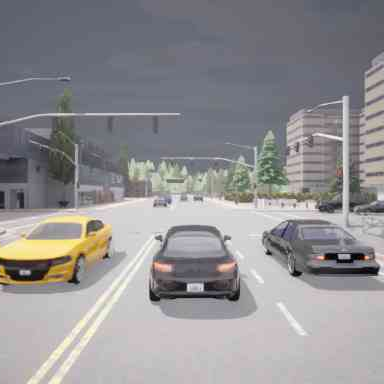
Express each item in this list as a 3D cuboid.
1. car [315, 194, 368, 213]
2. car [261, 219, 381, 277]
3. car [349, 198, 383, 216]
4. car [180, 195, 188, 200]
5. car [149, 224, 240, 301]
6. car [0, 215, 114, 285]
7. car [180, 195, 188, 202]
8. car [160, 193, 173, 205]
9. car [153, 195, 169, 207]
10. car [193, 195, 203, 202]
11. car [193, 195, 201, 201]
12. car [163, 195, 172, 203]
[{"bbox_3d":[16.284,1.222,35.967,5.566,2.045,2.150,0,0,-2],"label":"car"},{"bbox_3d":[3.533,1.547,10.240,2.033,1.411,5.357,0,0,0],"label":"car"},{"bbox_3d":[18.220,1.526,32.499,4.674,1.442,1.812,0,0,-2],"label":"car"},{"bbox_3d":[-2.197,1.467,88.737,1.994,1.385,4.181,0,0,-1],"label":"car"},{"bbox_3d":[0.035,1.526,8.182,1.812,1.442,4.674,0,0,-1],"label":"car"},{"bbox_3d":[-3.649,1.477,9.713,1.882,1.535,5.008,0,0,-1],"label":"car"},{"bbox_3d":[-1.922,1.533,78.102,2.033,1.411,5.357,0,0,-1],"label":"car"},{"bbox_3d":[-5.053,1.219,61.476,2.150,2.045,5.566,0,0,-1],"label":"car"},{"bbox_3d":[-4.783,1.526,50.408,1.812,1.442,4.674,0,0,-2],"label":"car"},{"bbox_3d":[1.565,1.478,78.672,1.882,1.535,5.008,0,0,-1],"label":"car"},{"bbox_3d":[1.302,1.500,88.810,1.837,1.490,4.892,0,0,-1],"label":"car"},{"bbox_3d":[-5.294,1.499,73.109,1.837,1.490,4.892,0,0,-1],"label":"car"}]
